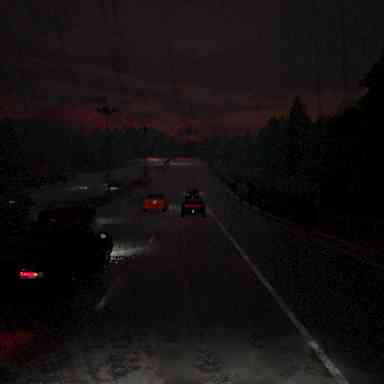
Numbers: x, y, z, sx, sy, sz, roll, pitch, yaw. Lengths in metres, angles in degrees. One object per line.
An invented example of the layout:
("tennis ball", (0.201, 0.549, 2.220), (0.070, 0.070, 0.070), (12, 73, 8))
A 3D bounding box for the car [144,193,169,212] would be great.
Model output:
("car", (-3.406, 0.900, 32.525), (2.097, 1.767, 4.553), (0, 2, 0))

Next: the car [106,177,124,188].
("car", (-14.015, -1.604, 62.315), (1.994, 1.385, 4.181), (0, 7, 1))

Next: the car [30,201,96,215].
("car", (-6.904, 1.259, 18.898), (1.882, 1.535, 5.008), (0, 1, 0))

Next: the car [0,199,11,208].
("car", (-14.100, 1.353, 21.412), (1.895, 1.301, 4.718), (0, 1, 0))

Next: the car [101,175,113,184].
("car", (-17.462, -2.670, 69.013), (2.097, 1.767, 4.553), (0, 7, 0))

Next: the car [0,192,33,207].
("car", (-17.594, 0.883, 32.877), (2.097, 1.767, 4.553), (0, 2, 0))

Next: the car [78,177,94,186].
("car", (-20.978, -2.107, 65.958), (2.128, 1.511, 4.902), (0, 7, 0))

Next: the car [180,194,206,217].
("car", (0.094, 1.178, 26.949), (2.128, 1.511, 4.902), (0, 1, 0))

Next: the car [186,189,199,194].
("car", (0.090, 0.157, 47.723), (1.895, 1.301, 4.718), (0, 5, 0))

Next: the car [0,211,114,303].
("car", (-3.402, 1.452, 8.192), (2.033, 1.411, 5.357), (0, 1, 0))
